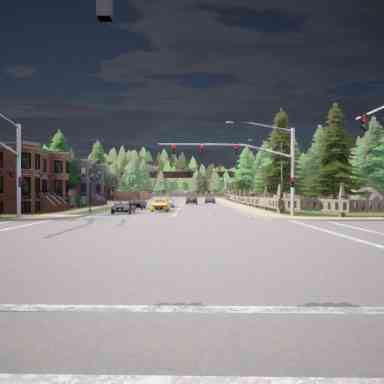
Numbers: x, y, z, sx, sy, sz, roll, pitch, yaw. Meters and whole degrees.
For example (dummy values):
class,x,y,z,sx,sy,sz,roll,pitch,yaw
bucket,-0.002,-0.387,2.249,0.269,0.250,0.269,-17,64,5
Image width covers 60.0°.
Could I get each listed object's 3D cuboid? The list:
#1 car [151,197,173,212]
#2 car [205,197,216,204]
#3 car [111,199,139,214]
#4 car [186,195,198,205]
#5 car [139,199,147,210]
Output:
class,x,y,z,sx,sy,sz,roll,pitch,yaw
car,-3.627,1.478,38.810,1.882,1.535,5.008,0,0,0
car,3.545,1.564,65.183,1.994,1.385,4.181,0,0,0
car,-7.127,1.564,34.835,1.994,1.385,4.181,0,0,0
car,-0.052,1.352,60.203,2.097,1.767,4.553,0,0,0
car,-7.124,1.601,43.587,1.895,1.301,4.718,0,0,0
